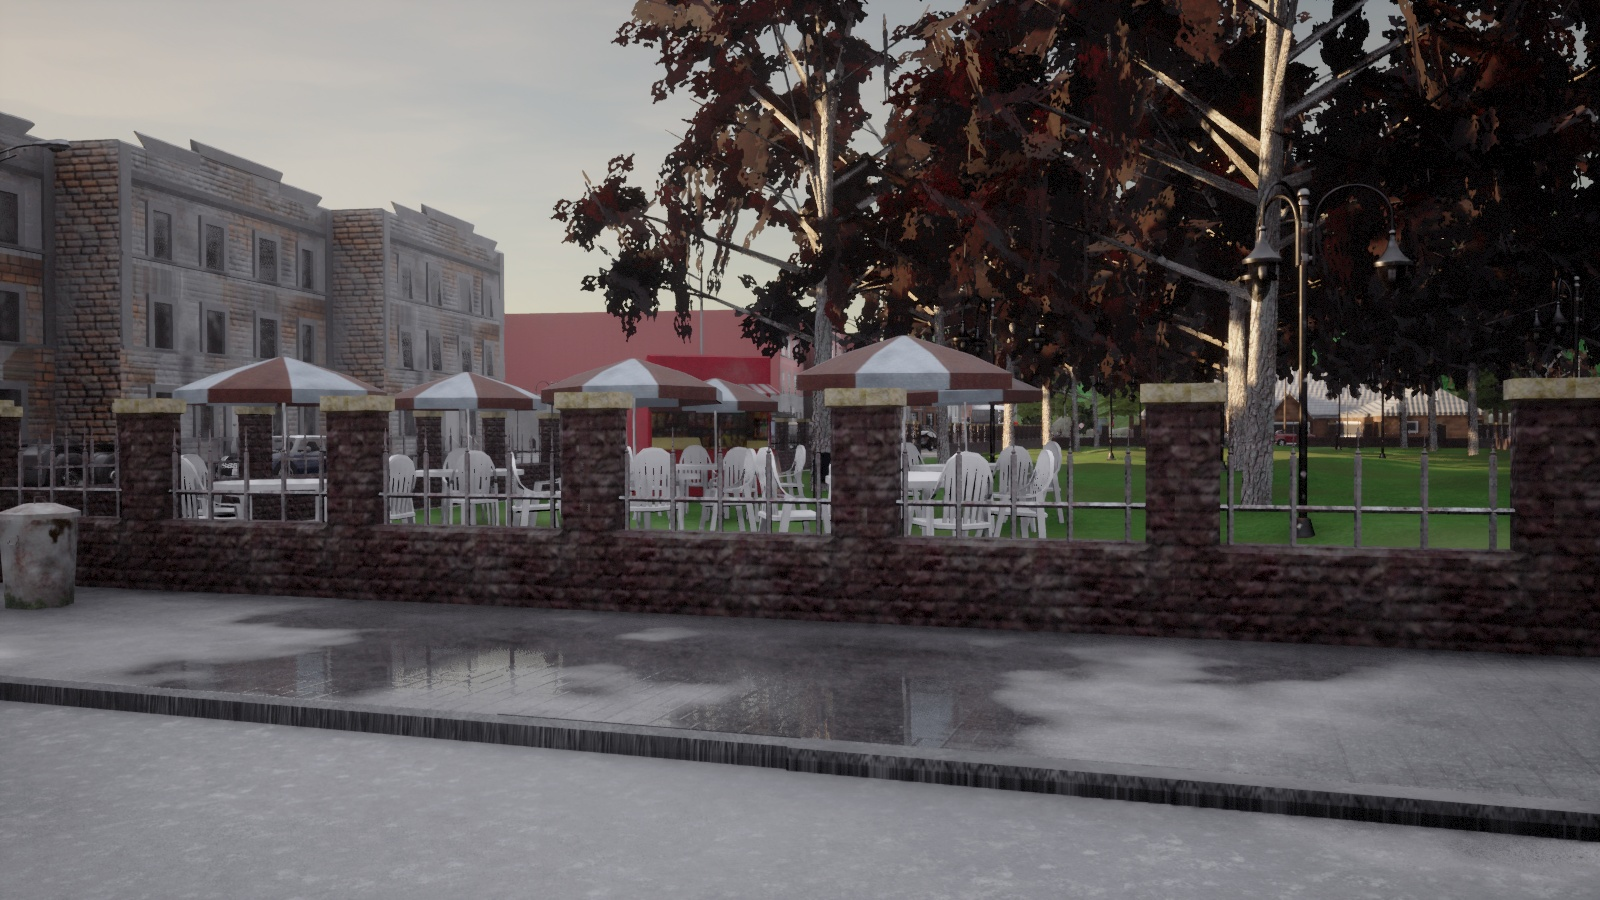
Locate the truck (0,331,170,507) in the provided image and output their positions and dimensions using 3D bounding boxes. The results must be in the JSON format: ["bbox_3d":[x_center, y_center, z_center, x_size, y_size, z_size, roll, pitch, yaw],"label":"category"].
[{"bbox_3d":[-17.098,-0.628,25.535,2.891,3.462,7.936,1,1,19],"label":"truck"}]

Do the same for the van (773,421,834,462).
[{"bbox_3d":[0.218,-0.453,64.537,1.775,1.987,4.442,1,1,19],"label":"van"}]

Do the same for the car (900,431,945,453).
[{"bbox_3d":[8.858,-0.584,90.158,2.163,1.488,4.792,1,1,19],"label":"car"}]

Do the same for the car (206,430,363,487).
[{"bbox_3d":[-14.089,0.186,34.528,1.970,1.475,3.806,1,1,19],"label":"car"}]
